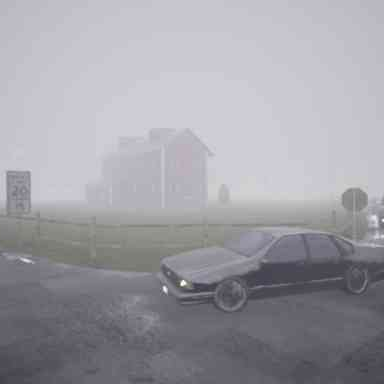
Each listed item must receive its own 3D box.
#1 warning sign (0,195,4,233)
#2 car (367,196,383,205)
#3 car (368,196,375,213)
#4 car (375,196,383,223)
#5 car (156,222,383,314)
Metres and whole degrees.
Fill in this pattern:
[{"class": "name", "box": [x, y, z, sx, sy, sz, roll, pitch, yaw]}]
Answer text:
[{"class": "warning sign", "box": [-9.976, 1.067, 16.009, 1.060, 1.860, 1.300, 0, 1, 40]}, {"class": "car", "box": [29.906, 1.360, 53.930, 1.994, 1.385, 4.181, 0, 0, 17]}, {"class": "car", "box": [19.410, 1.365, 34.126, 2.128, 1.511, 4.902, 0, 0, 24]}, {"class": "car", "box": [12.697, 1.150, 20.401, 2.150, 2.045, 5.566, 0, 0, 28]}, {"class": "car", "box": [1.982, 1.519, 7.438, 5.357, 1.411, 2.033, 0, 0, -20]}]
